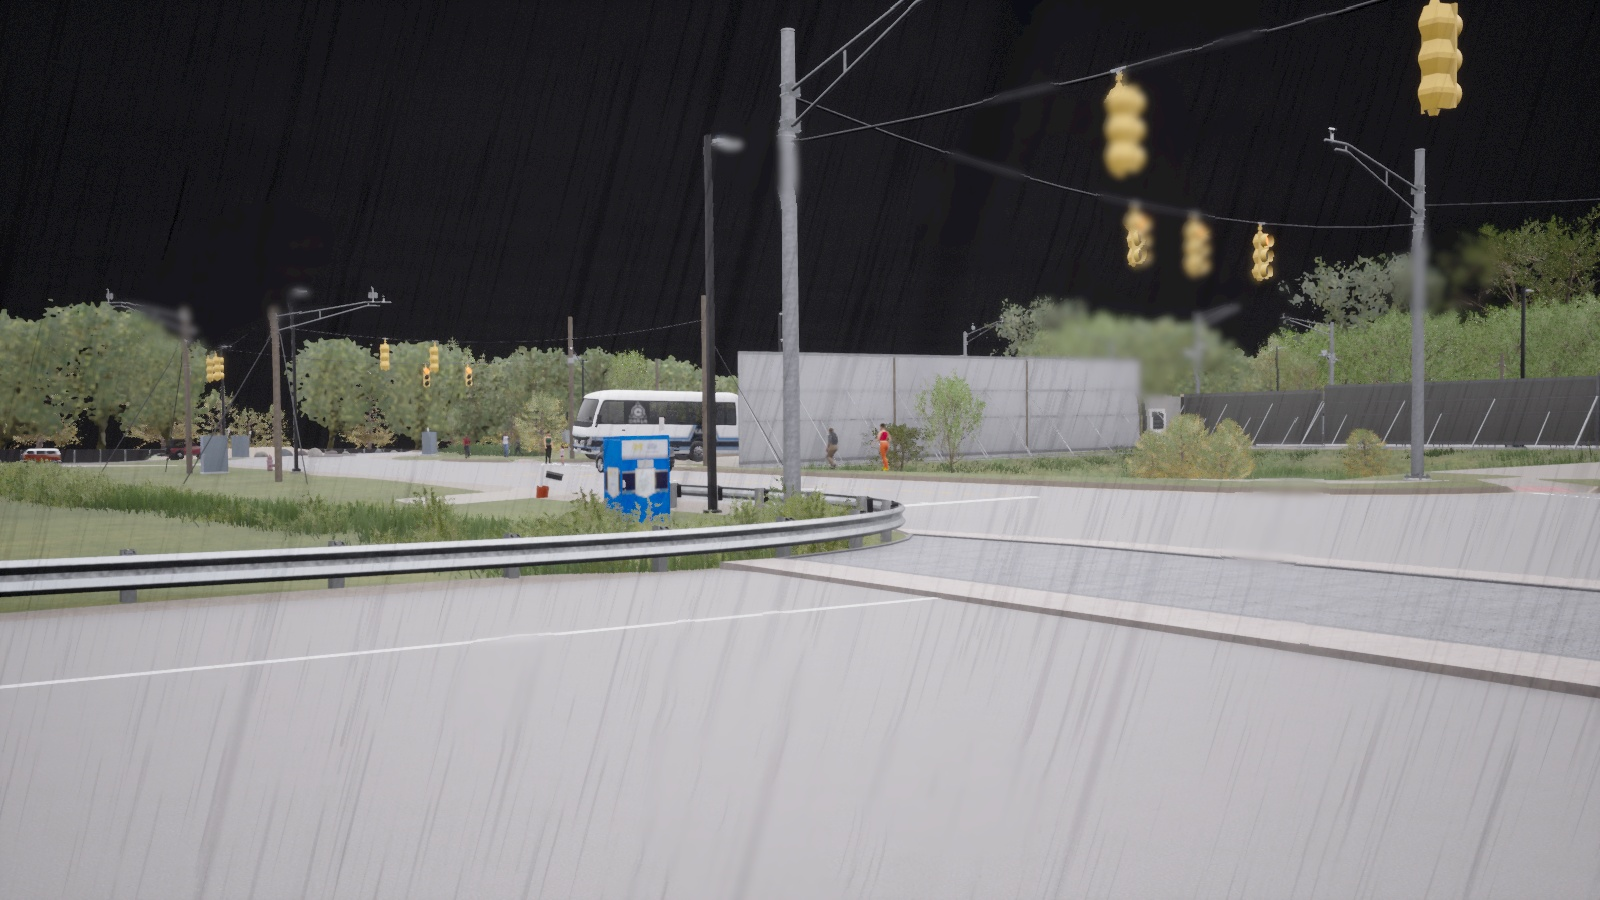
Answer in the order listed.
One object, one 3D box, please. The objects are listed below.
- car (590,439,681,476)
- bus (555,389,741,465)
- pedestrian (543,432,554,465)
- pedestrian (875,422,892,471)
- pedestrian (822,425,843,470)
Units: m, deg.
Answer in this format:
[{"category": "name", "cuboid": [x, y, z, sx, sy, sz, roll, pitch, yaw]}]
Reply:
[{"category": "car", "cuboid": [-7.139, 0.282, 54.108, 1.837, 1.490, 4.892, -2, 2, -35]}, {"category": "bus", "cuboid": [-9.107, -1.401, 75.539, 10.273, 4.253, 3.944, 0, 3, -29]}, {"category": "pedestrian", "cuboid": [-14.252, -0.078, 71.172, 0.345, 1.836, 0.594, -2, 2, -35]}, {"category": "pedestrian", "cuboid": [3.206, -0.139, 48.019, 0.345, 1.836, 0.594, -2, 2, -34]}, {"category": "pedestrian", "cuboid": [1.346, -0.095, 52.119, 0.694, 1.848, 0.540, 1, 3, 41]}]
